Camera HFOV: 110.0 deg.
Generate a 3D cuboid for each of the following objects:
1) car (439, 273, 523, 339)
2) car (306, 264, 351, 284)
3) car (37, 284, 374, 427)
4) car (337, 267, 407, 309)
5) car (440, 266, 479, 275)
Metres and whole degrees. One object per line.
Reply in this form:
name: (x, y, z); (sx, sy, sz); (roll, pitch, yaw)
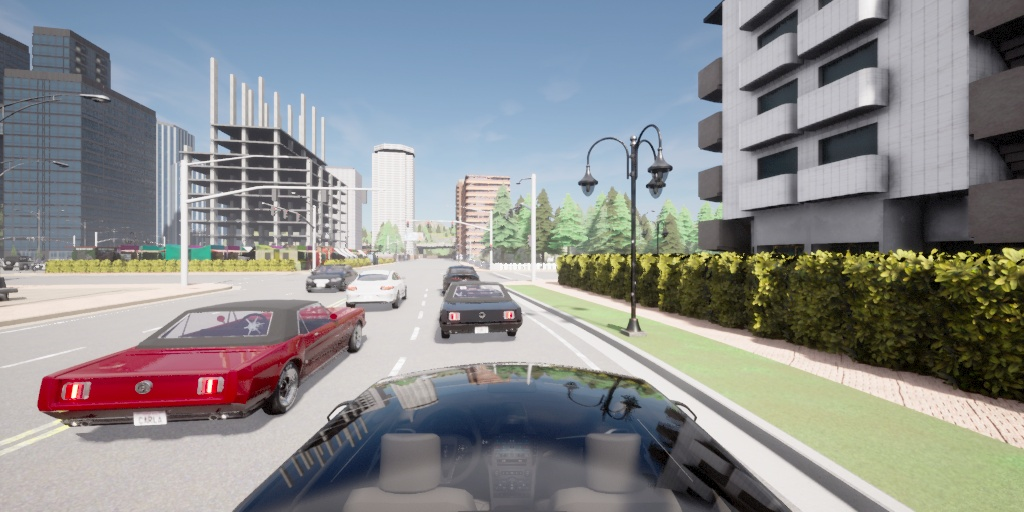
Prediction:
car: (-1.029, 1.351, 10.134); (1.895, 1.301, 4.718); (0, 0, -9)
car: (-10.324, 1.243, 20.828); (2.128, 1.511, 4.902); (0, 0, -12)
car: (-3.905, 1.351, 5.826); (1.895, 1.301, 4.718); (0, 0, -7)
car: (-5.433, 1.276, 14.711); (1.812, 1.442, 4.674); (0, 0, -11)
car: (-2.769, 1.255, 19.226); (1.837, 1.490, 4.892); (0, 0, -11)
